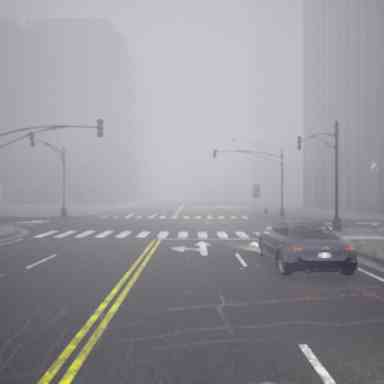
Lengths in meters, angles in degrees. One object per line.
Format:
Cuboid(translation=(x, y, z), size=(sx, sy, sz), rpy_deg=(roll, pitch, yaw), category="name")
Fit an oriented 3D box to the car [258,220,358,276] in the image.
Cuboid(translation=(3.350, 1.568, 10.401), size=(1.994, 1.385, 4.181), rpy_deg=(0, 0, 0), category="car")
